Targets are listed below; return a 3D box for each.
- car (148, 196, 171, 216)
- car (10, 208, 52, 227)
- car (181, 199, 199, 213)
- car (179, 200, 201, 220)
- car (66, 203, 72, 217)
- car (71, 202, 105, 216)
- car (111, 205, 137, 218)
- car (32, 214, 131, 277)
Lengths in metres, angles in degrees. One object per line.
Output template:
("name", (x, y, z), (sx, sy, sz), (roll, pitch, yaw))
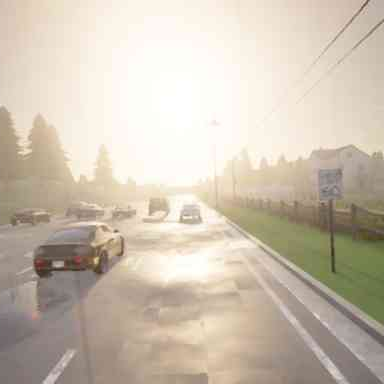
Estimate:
("car", (-3.596, 1.510, 37.470), (2.150, 2.045, 5.566), (-2, 0, 0))
("car", (-14.139, 2.168, 29.472), (1.837, 1.490, 4.892), (-2, 0, 0))
("car", (-0.193, 1.721, 41.098), (2.033, 1.411, 5.357), (-2, 0, 0))
("car", (-0.151, 1.651, 29.627), (1.812, 1.442, 4.674), (-2, 0, 0))
("car", (-14.182, 2.065, 42.009), (2.097, 1.767, 4.553), (-2, 0, 0))
("car", (-10.570, 2.025, 34.934), (1.882, 1.535, 5.008), (-2, 0, 0))
("car", (-7.071, 2.015, 35.206), (1.895, 1.301, 4.718), (-2, 0, 0))
("car", (-3.462, 1.703, 10.881), (1.812, 1.442, 4.674), (-2, 0, 0))
